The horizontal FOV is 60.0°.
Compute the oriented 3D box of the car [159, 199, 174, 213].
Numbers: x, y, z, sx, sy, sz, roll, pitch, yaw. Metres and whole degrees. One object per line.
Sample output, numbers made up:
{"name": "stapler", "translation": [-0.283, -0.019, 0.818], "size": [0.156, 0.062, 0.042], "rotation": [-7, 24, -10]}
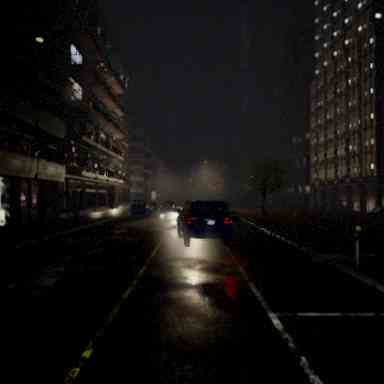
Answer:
{"name": "car", "translation": [-3.077, 1.859, 44.008], "size": [2.097, 1.767, 4.553], "rotation": [0, -1, 0]}

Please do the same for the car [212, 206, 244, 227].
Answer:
{"name": "car", "translation": [2.698, 1.844, 25.753], "size": [2.008, 1.369, 4.403], "rotation": [0, -1, 0]}

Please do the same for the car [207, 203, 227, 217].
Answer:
{"name": "car", "translation": [2.700, 1.987, 36.798], "size": [1.947, 1.339, 4.313], "rotation": [0, -1, 0]}

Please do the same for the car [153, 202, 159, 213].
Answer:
{"name": "car", "translation": [-5.680, 2.010, 42.154], "size": [1.752, 1.417, 4.829], "rotation": [0, -1, 0]}

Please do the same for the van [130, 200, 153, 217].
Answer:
{"name": "van", "translation": [-5.681, 1.763, 36.803], "size": [1.690, 1.788, 3.998], "rotation": [0, -1, 0]}

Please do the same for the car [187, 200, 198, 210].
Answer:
{"name": "car", "translation": [0.106, 2.172, 57.021], "size": [1.837, 1.490, 4.892], "rotation": [0, 0, 0]}

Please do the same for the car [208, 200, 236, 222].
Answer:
{"name": "car", "translation": [2.699, 1.671, 31.280], "size": [2.192, 1.841, 5.009], "rotation": [0, -1, 0]}

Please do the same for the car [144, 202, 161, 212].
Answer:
{"name": "car", "translation": [-5.679, 2.119, 47.846], "size": [1.947, 1.339, 4.313], "rotation": [0, -1, 0]}

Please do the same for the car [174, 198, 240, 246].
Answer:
{"name": "car", "translation": [0.496, 1.410, 16.601], "size": [2.150, 2.045, 5.566], "rotation": [0, -1, -7]}

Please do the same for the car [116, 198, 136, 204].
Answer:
{"name": "car", "translation": [-16.409, 2.330, 82.921], "size": [4.403, 1.369, 2.008], "rotation": [1, -2, -1]}

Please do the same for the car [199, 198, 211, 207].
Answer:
{"name": "car", "translation": [2.706, 2.141, 69.937], "size": [2.192, 1.841, 5.009], "rotation": [0, -1, 0]}

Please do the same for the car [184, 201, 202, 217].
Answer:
{"name": "car", "translation": [0.100, 1.916, 38.276], "size": [1.882, 1.535, 5.008], "rotation": [0, 0, 0]}

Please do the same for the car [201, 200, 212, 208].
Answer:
{"name": "car", "translation": [2.705, 2.323, 64.411], "size": [1.947, 1.339, 4.313], "rotation": [0, -1, 0]}
